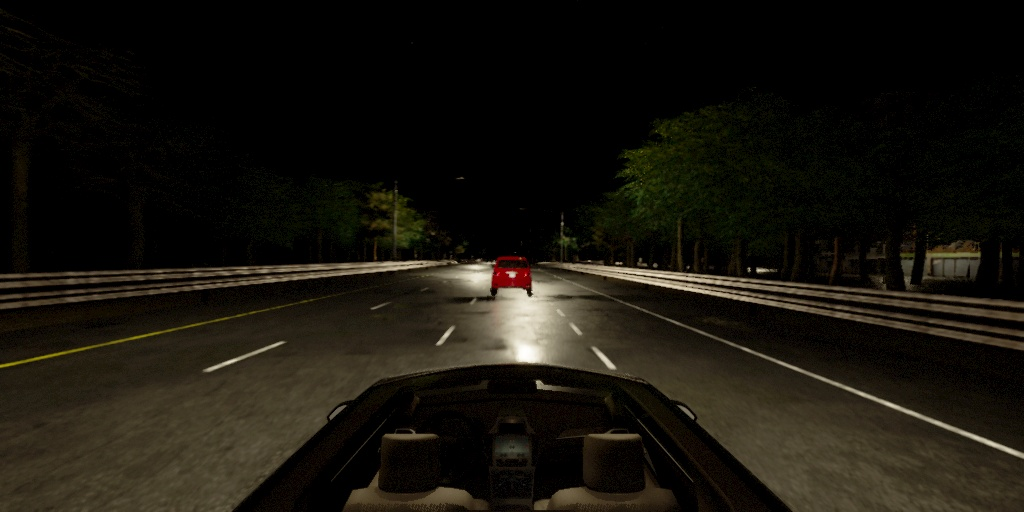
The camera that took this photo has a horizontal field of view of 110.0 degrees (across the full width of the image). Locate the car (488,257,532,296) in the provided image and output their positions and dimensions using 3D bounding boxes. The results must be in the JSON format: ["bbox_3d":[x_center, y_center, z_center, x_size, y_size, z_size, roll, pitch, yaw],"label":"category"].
[{"bbox_3d":[-0.020,1.091,20.744,2.150,2.045,5.566,1,0,-1],"label":"car"}]
